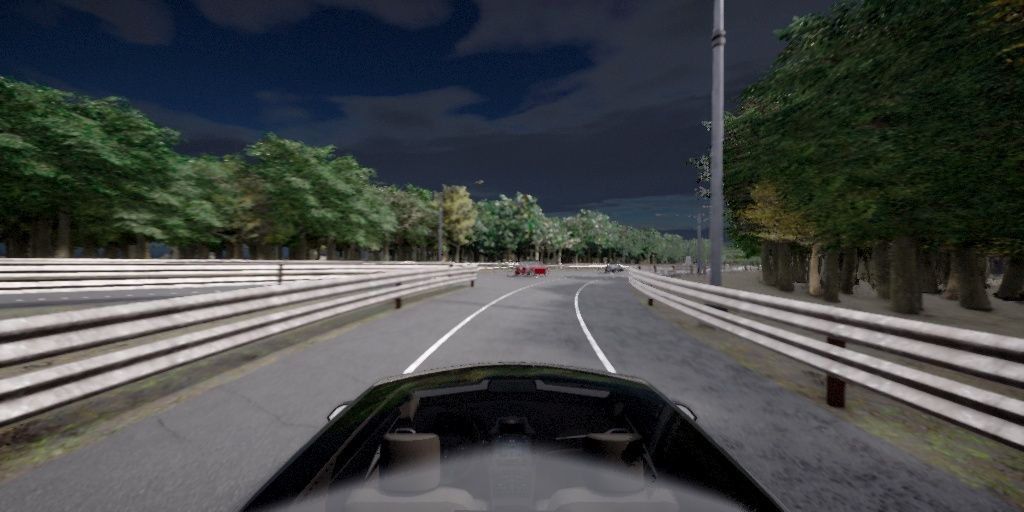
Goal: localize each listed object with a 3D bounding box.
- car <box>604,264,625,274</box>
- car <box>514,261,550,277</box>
[{"bbox_3d":[16.329,2.034,57.122,1.812,1.442,4.674,0,-1,39],"label":"car"},{"bbox_3d":[2.322,1.366,40.107,2.097,1.767,4.553,0,-1,39],"label":"car"}]
